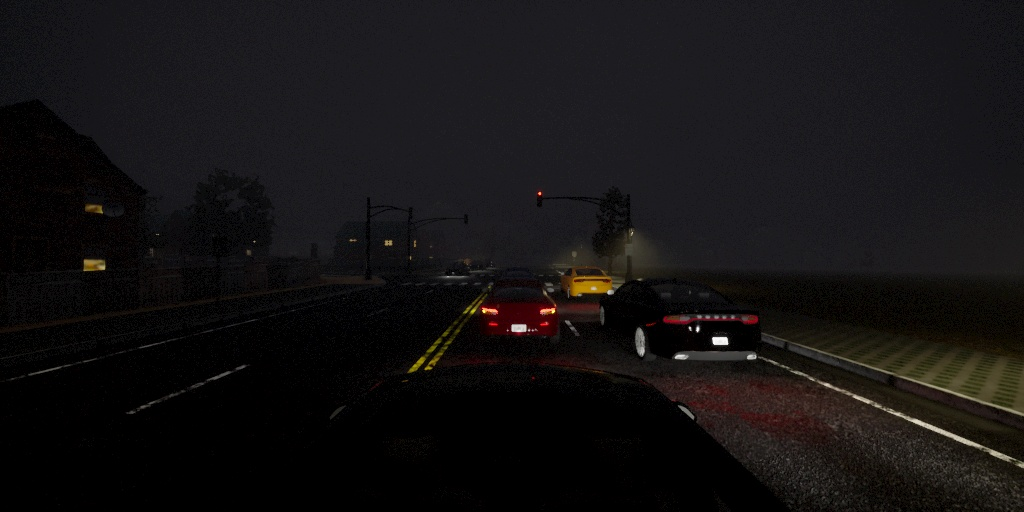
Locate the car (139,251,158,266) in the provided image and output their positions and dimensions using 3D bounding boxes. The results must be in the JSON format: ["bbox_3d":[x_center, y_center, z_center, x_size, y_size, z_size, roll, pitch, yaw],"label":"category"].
[{"bbox_3d":[-40.929,0.332,38.489,5.566,2.045,2.150,1,-1,16],"label":"car"}]

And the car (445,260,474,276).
[{"bbox_3d":[-5.802,1.349,38.642,2.033,1.411,5.357,0,0,2],"label":"car"}]

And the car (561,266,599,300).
[{"bbox_3d":[3.532,1.239,17.769,1.882,1.535,5.008,0,0,1],"label":"car"}]

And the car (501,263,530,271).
[{"bbox_3d":[0.281,1.289,18.582,1.812,1.442,4.674,0,0,0],"label":"car"}]

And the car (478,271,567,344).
[{"bbox_3d":[0.162,1.280,9.475,1.812,1.442,4.674,0,0,1],"label":"car"}]

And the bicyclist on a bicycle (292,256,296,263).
[{"bbox_3d":[-24.252,0.780,39.935,0.582,1.620,1.656,1,-1,15],"label":"bicyclist on a bicycle"}]

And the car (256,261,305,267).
[{"bbox_3d":[-21.062,0.910,32.961,5.008,1.535,1.882,1,-1,16],"label":"car"}]

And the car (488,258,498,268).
[{"bbox_3d":[-4.256,1.221,65.151,2.097,1.767,4.553,0,0,5],"label":"car"}]

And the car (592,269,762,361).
[{"bbox_3d":[3.402,1.231,8.301,1.882,1.535,5.008,0,0,0],"label":"car"}]

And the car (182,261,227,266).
[{"bbox_3d":[-30.850,0.875,35.675,4.718,1.301,1.895,1,-1,16],"label":"car"}]

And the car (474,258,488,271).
[{"bbox_3d":[-5.088,1.311,52.601,1.882,1.535,5.008,0,0,3],"label":"car"}]
